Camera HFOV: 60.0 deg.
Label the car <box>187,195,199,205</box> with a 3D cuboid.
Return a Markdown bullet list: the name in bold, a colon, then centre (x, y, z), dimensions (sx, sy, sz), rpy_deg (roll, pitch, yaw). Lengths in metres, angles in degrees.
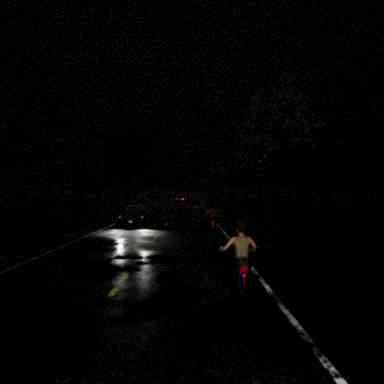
- **car**: centre (0.100, 1.343, 55.631), dimensions (1.812, 1.442, 4.674), rpy_deg (0, 0, 0)

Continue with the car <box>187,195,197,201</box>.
- **car**: centre (0.001, 1.296, 73.725), dimensions (2.033, 1.411, 5.357), rpy_deg (0, 0, 0)

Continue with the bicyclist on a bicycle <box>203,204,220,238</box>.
- **bicyclist on a bicycle**: centre (0.982, 1.383, 16.296), dimensions (0.866, 1.612, 1.509), rpy_deg (0, 0, 0)

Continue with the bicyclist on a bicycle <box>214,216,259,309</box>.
- **bicyclist on a bicycle**: centre (0.982, 1.414, 6.815), dimensions (0.866, 1.612, 1.509), rpy_deg (0, 0, 0)

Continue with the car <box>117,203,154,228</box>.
- **car**: centre (-3.600, 1.455, 21.802), dimensions (1.812, 1.442, 4.674), rpy_deg (0, 0, 0)
